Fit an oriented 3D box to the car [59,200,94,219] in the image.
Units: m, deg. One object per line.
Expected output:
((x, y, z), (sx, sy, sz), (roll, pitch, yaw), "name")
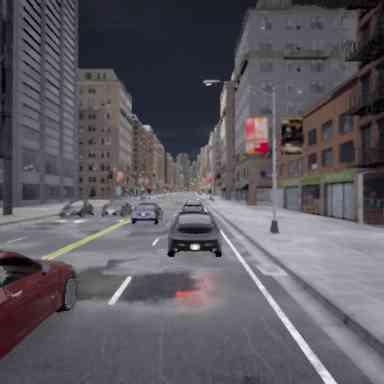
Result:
((-9.837, 1.462, 28.768), (1.812, 1.442, 4.674), (0, 0, 0), "car")

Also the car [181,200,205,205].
((0.106, 1.427, 29.150), (2.128, 1.511, 4.902), (0, 0, 0), "car")

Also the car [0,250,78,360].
((-3.169, 1.517, 4.671), (1.812, 1.442, 4.674), (0, 0, 0), "car")

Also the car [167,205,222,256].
((0.097, 1.479, 12.948), (1.837, 1.490, 4.892), (0, 0, 0), "car")

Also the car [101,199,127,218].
((-6.587, 1.426, 29.342), (2.128, 1.511, 4.902), (0, 0, 0), "car")

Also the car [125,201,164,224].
((-3.147, 1.496, 24.041), (2.033, 1.411, 5.357), (0, 0, 0), "car")

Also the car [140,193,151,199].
((-9.728, 0.860, 69.493), (2.097, 1.767, 4.553), (0, 0, 0), "car")
